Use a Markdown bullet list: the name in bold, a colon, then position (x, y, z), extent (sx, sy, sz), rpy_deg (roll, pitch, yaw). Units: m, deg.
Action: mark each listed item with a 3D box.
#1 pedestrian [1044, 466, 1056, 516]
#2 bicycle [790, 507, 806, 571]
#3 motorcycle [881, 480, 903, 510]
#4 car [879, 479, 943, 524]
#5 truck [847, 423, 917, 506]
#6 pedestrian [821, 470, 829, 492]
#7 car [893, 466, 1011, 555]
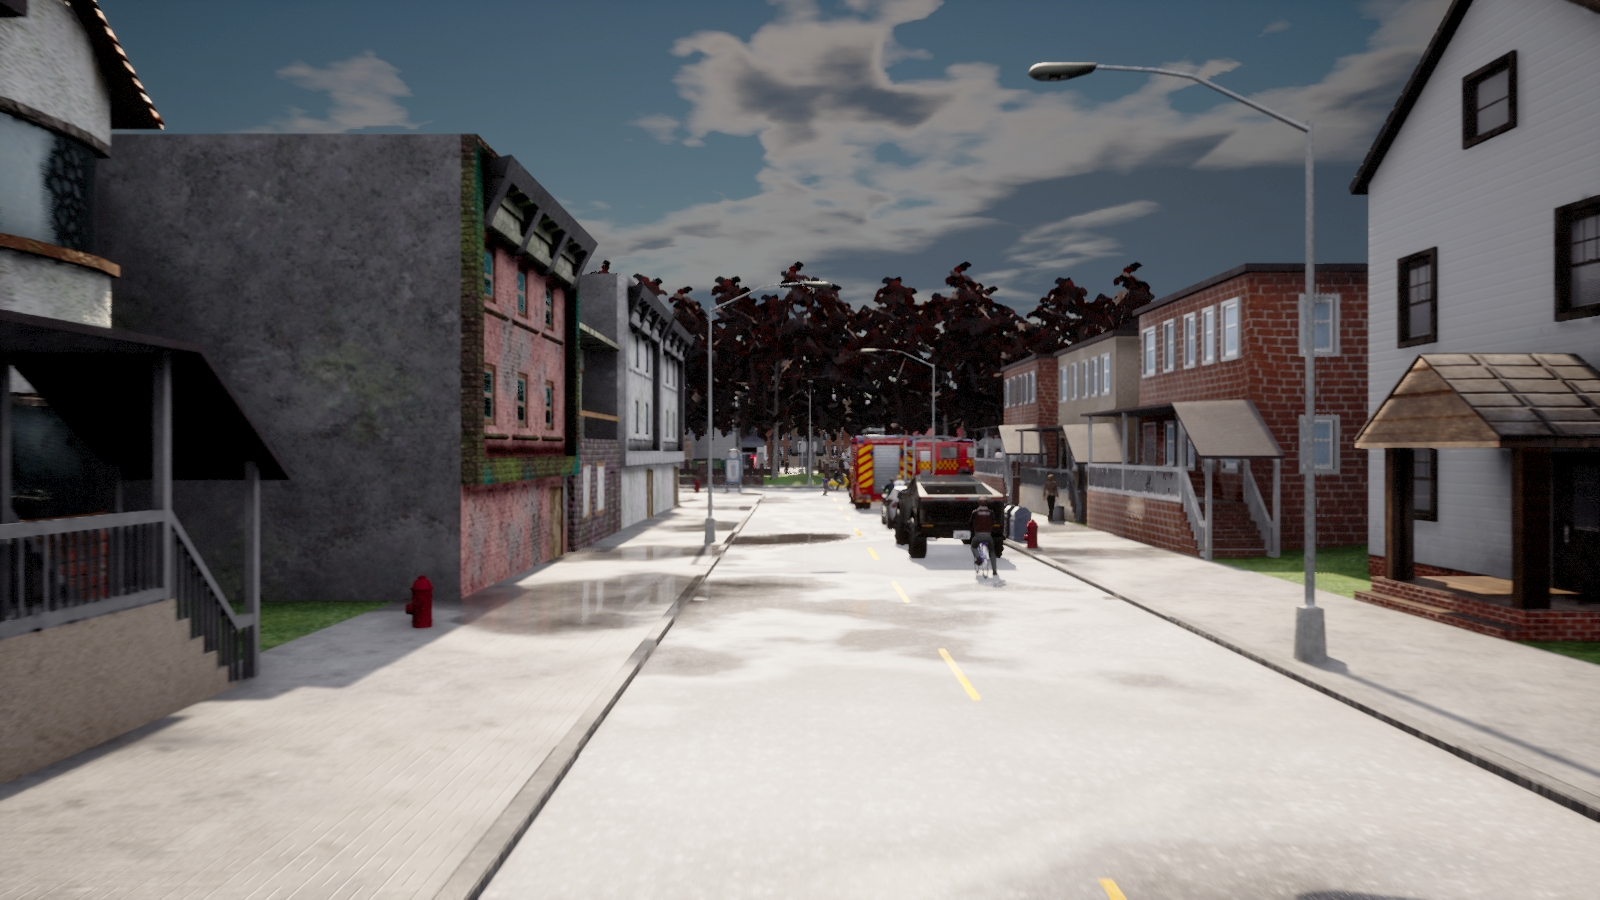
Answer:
- **pedestrian**: position (9.335, 1.523, 42.612), extent (0.375, 1.860, 0.375), rpy_deg (0, 0, 2)
- **bicycle**: position (-0.046, 1.939, 25.289), extent (0.329, 1.271, 1.835), rpy_deg (0, 0, 0)
- **motorcycle**: position (4.005, 1.960, 49.848), extent (0.856, 1.236, 1.805), rpy_deg (0, 0, 0)
- **car**: position (4.004, 1.843, 41.729), extent (1.970, 1.475, 3.806), rpy_deg (0, 0, 0)
- **truck**: position (3.998, 0.669, 57.393), extent (2.891, 3.827, 8.468), rpy_deg (0, 0, 0)
- **pedestrian**: position (1.548, 1.906, 70.562), extent (0.375, 1.300, 0.375), rpy_deg (0, 0, 28)
- **car**: position (4.002, 1.532, 31.335), extent (2.390, 2.098, 6.274), rpy_deg (0, 0, 0)
